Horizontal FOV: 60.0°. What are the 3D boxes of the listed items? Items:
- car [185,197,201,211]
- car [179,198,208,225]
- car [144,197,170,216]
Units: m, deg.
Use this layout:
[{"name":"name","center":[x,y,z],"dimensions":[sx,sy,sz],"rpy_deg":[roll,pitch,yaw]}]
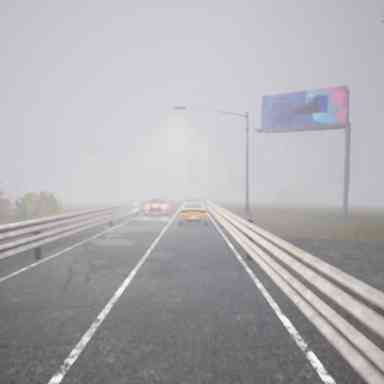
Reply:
[{"name":"car","center":[0.103,1.464,42.520],"dimensions":[1.882,1.535,5.008],"rpy_deg":[0,0,0]},{"name":"car","center":[0.104,1.470,24.158],"dimensions":[1.882,1.535,5.008],"rpy_deg":[0,0,0]},{"name":"car","center":[-3.270,1.341,31.947],"dimensions":[2.097,1.767,4.553],"rpy_deg":[0,0,0]}]
